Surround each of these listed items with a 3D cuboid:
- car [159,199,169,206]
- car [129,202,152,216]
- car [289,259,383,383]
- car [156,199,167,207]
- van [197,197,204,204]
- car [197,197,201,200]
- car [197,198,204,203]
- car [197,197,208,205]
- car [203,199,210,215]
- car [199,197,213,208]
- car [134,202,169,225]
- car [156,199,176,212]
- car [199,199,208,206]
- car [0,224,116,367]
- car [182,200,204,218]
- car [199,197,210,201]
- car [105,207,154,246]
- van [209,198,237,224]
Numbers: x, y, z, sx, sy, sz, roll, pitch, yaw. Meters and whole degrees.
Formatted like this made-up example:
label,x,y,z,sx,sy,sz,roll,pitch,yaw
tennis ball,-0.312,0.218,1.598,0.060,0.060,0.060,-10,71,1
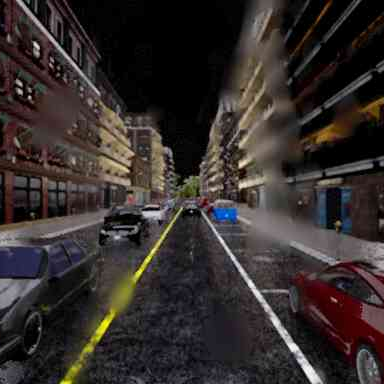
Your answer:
label,x,y,z,sx,sy,sz,roll,pitch,yaw
car,-5.960,2.226,71.589,1.802,1.307,4.206,1,-1,0
car,-5.824,1.914,38.164,1.947,1.339,4.313,1,-1,0
car,2.692,1.619,4.734,1.802,1.307,4.206,1,-1,0
car,-5.937,2.177,66.018,1.802,1.307,4.206,1,-1,0
van,2.355,2.115,88.298,1.690,1.788,3.998,1,-1,0
car,-0.076,1.909,45.743,1.837,1.490,4.892,0,0,0
car,2.330,2.374,93.867,2.008,1.369,4.403,1,-1,0
car,2.401,1.990,77.157,2.192,1.841,5.009,1,-1,0
car,2.556,1.874,38.159,1.887,1.381,4.507,1,-1,0
car,2.469,1.841,60.444,2.192,1.841,5.009,1,-1,0
car,-3.153,1.767,26.579,1.812,1.442,4.674,0,0,0
car,-3.172,1.889,44.116,2.128,1.511,4.902,0,-1,0
car,2.420,2.152,71.754,1.752,1.417,4.829,1,-1,0
car,-3.114,1.611,6.285,2.033,1.411,5.357,0,-1,0
car,-0.035,1.863,34.023,1.994,1.385,4.181,0,0,0
car,2.491,1.792,54.874,2.192,1.841,5.009,1,-1,0
car,-3.149,1.677,16.332,1.812,1.442,4.674,0,0,0
van,2.604,1.573,27.020,1.690,1.788,3.998,1,-1,0
